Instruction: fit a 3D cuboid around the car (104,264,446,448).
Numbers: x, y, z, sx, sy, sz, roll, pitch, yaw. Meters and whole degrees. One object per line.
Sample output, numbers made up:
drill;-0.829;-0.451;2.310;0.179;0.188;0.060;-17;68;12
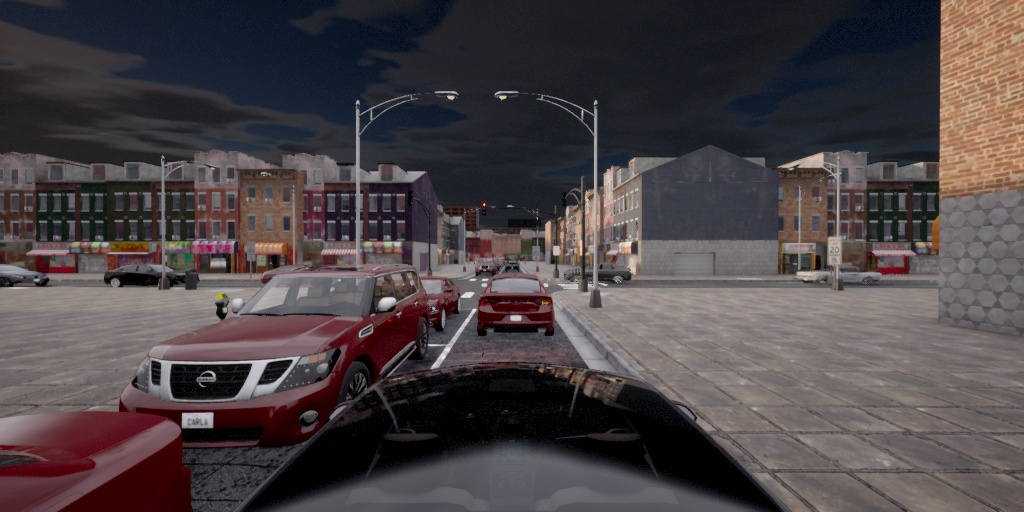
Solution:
car;-2.641;1.064;5.529;2.192;1.841;5.009;0;0;0

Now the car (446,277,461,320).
car;-2.644;1.294;10.963;1.888;1.381;4.507;0;0;0

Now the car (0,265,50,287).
car;-32.607;1.266;22.845;4.674;1.442;1.812;0;0;0

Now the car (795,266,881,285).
car;23.287;1.376;25.729;4.718;1.301;1.895;0;0;0

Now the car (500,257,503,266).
car;-2.666;1.081;48.226;2.192;1.841;5.009;0;0;0

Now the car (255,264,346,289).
car;-13.352;1.278;22.860;4.674;1.442;1.812;0;0;-1

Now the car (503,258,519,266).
car;0.050;1.272;48.907;1.837;1.490;4.892;0;0;0

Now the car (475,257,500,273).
car;-2.659;1.073;37.372;2.192;1.841;5.009;0;0;0

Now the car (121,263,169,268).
car;-22.810;1.221;22.834;5.008;1.535;1.882;0;0;0

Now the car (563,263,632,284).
car;6.190;1.253;26.233;4.892;1.490;1.837;0;1;6

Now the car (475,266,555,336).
car;0.091;1.227;10.427;1.882;1.535;5.008;0;0;0
